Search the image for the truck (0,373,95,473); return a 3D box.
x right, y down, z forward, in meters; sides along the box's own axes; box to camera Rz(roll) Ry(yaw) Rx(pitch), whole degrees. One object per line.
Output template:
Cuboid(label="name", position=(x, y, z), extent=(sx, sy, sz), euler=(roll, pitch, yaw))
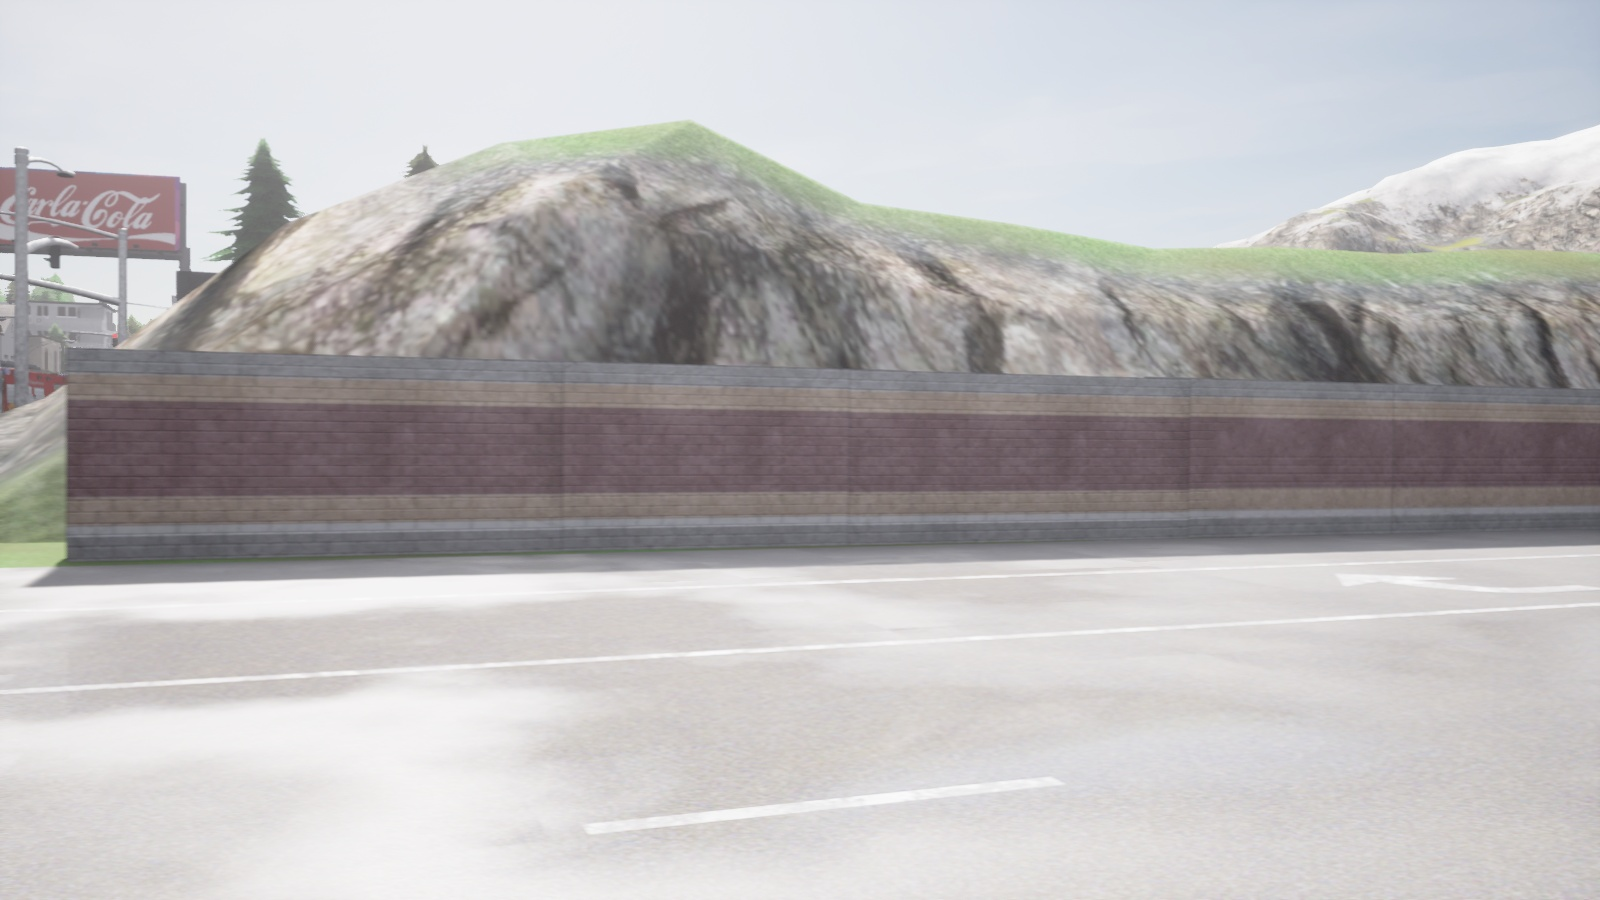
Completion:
Cuboid(label="truck", position=(-32.262, -0.998, 51.753), extent=(2.891, 3.827, 8.468), euler=(0, 0, -10))
